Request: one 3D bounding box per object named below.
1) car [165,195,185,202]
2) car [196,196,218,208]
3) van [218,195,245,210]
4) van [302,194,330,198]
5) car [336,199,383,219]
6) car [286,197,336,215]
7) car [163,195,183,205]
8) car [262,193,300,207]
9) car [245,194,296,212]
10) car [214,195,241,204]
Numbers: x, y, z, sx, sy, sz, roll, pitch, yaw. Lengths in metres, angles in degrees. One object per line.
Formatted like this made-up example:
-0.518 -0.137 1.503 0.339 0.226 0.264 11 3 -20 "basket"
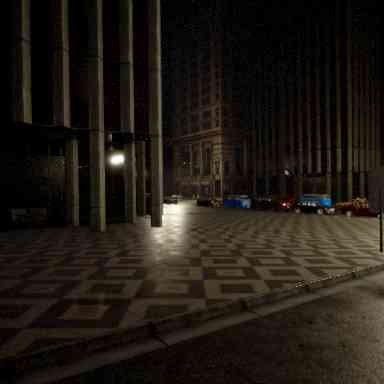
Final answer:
-3.577 1.257 69.731 2.008 1.369 4.403 -1 1 -36 "car"
2.407 1.371 46.820 1.967 1.590 4.097 -1 1 -36 "car"
5.636 1.294 42.338 1.690 1.788 3.998 -1 1 -36 "van"
15.795 1.178 42.830 1.690 1.788 3.998 -1 1 -36 "van"
15.331 1.566 28.892 1.887 1.381 4.507 -1 1 -36 "car"
12.100 1.549 33.375 2.008 1.369 4.403 -1 1 -36 "car"
-4.054 1.439 55.786 2.008 1.369 4.403 -1 1 -36 "car"
12.565 1.130 47.313 2.192 1.841 5.009 -1 1 -36 "car"
8.867 1.290 37.855 2.192 1.841 5.009 -1 1 -36 "car"
6.010 1.296 56.419 1.752 1.417 4.829 -1 1 -36 "car"
